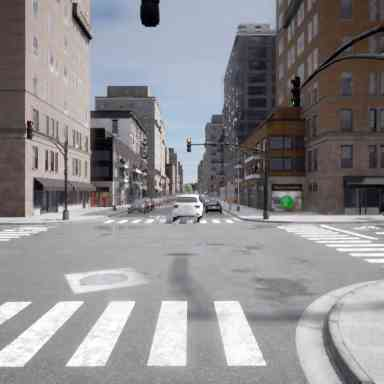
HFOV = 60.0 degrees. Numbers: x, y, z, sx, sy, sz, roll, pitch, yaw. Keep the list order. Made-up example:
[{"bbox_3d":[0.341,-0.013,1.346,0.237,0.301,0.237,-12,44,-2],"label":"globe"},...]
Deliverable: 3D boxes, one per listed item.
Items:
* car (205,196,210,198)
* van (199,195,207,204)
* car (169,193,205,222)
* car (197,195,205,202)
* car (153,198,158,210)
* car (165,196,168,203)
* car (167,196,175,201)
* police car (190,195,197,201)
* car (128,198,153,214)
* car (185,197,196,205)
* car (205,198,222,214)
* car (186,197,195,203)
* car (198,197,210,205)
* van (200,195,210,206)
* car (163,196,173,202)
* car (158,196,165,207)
[{"bbox_3d":[2.271,1.641,47.139,1.802,1.307,4.206,0,0,0],"label":"car"},{"bbox_3d":[2.261,1.453,69.182,1.690,1.788,3.998,0,0,0],"label":"van"},{"bbox_3d":[-0.287,1.247,27.010,2.150,2.045,5.566,0,0,3],"label":"car"},{"bbox_3d":[2.253,1.600,85.714,1.967,1.590,4.097,0,0,0],"label":"car"},{"bbox_3d":[-5.751,1.489,41.624,1.967,1.590,4.097,0,0,0],"label":"car"},{"bbox_3d":[-5.759,1.634,58.156,2.008,1.369,4.403,0,0,0],"label":"car"},{"bbox_3d":[-5.774,1.721,91.221,1.887,1.381,4.507,0,0,0],"label":"car"},{"bbox_3d":[0.440,1.599,90.193,1.930,1.638,5.238,0,0,0],"label":"police car"},{"bbox_3d":[-5.749,1.480,36.113,1.967,1.590,4.097,0,0,0],"label":"car"},{"bbox_3d":[-0.273,1.643,63.250,2.033,1.411,5.357,0,0,0],"label":"car"},{"bbox_3d":[2.276,1.606,36.116,1.947,1.339,4.313,0,0,0],"label":"car"},{"bbox_3d":[-0.368,1.720,73.596,1.895,1.301,4.718,0,0,0],"label":"car"},{"bbox_3d":[2.263,1.647,63.671,2.008,1.369,4.403,0,0,0],"label":"car"},{"bbox_3d":[2.266,1.424,58.160,1.690,1.788,3.998,0,0,0],"label":"van"},{"bbox_3d":[-5.769,1.694,80.199,2.008,1.369,4.403,0,0,0],"label":"car"},{"bbox_3d":[-5.756,1.653,52.645,1.802,1.307,4.206,0,0,0],"label":"car"}]
